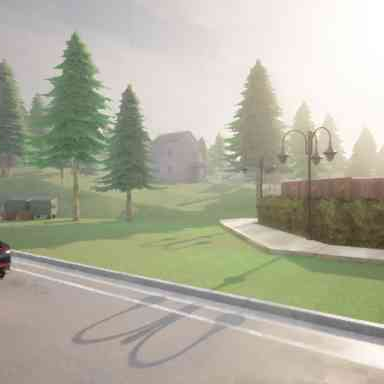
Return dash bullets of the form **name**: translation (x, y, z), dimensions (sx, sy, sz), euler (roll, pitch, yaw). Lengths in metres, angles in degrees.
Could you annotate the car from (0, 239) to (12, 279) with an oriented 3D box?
- **car**: translation (-6.590, 1.504, 8.692), dimensions (4.892, 1.490, 1.837), euler (0, 0, 36)
